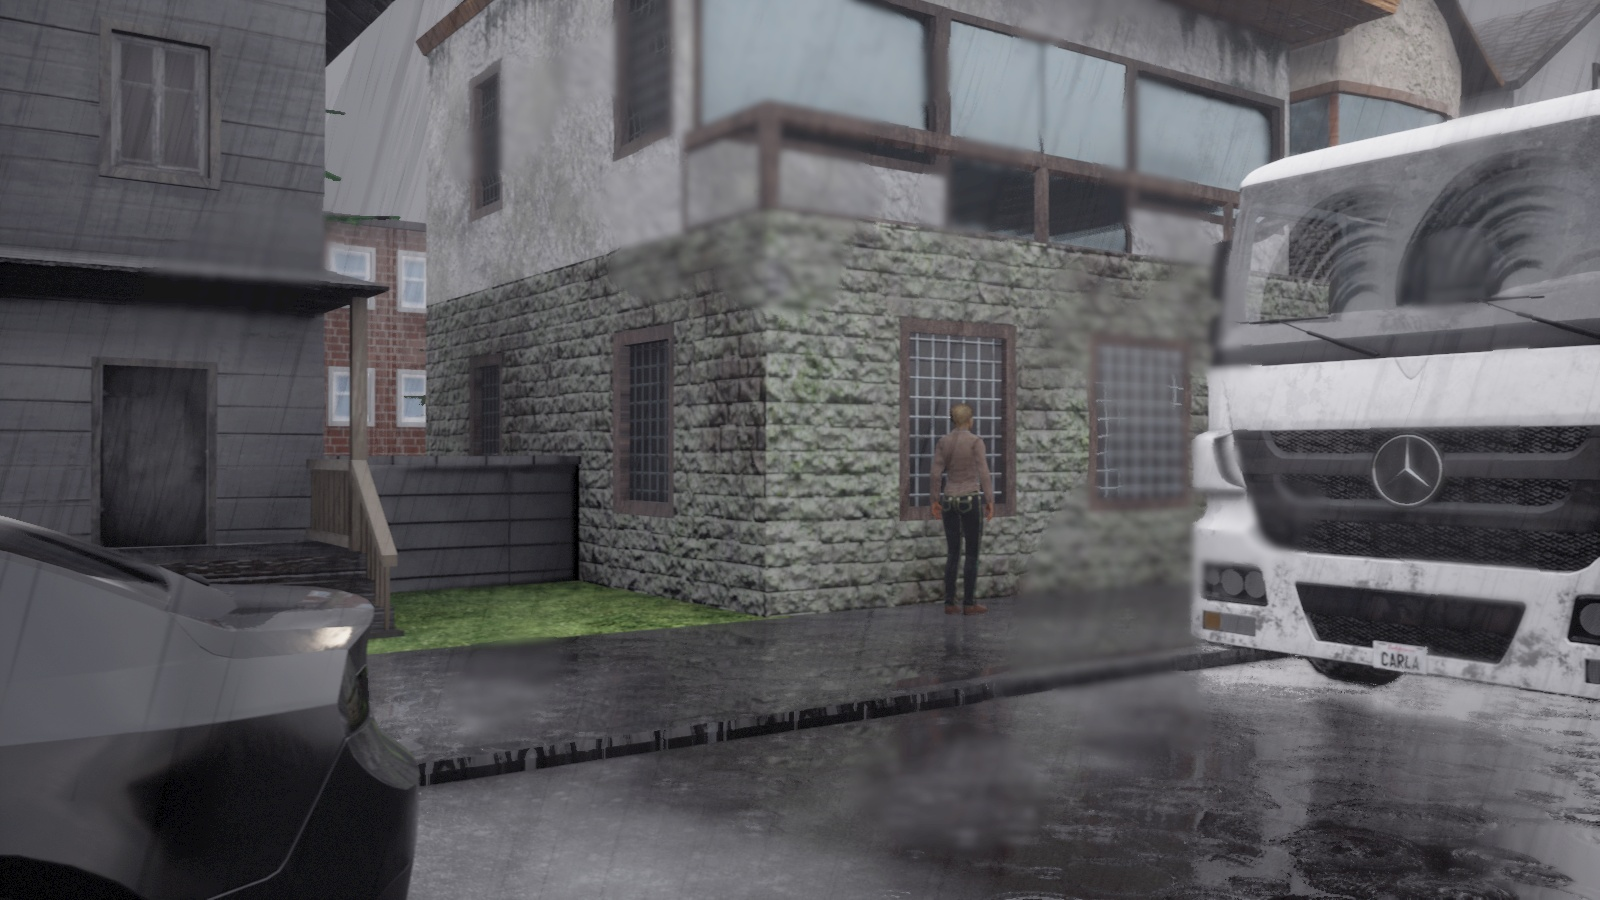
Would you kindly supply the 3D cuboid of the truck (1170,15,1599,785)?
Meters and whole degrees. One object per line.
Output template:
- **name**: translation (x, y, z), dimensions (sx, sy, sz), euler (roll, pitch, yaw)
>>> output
- **truck**: translation (6.326, -0.220, 8.674), dimensions (7.936, 3.462, 2.891), euler (0, 0, -35)

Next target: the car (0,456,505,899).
- **car**: translation (-3.169, 0.760, 2.063), dimensions (4.892, 1.490, 1.837), euler (0, 0, -35)

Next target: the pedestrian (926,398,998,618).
- **pedestrian**: translation (1.411, 0.485, 10.882), dimensions (0.331, 1.846, 0.634), euler (0, 0, 39)
